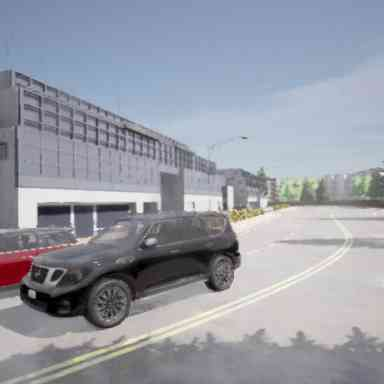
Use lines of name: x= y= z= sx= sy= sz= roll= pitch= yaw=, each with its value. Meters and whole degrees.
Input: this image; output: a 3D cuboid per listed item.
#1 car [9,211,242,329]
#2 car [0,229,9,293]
car: x=-1.039 y=1.554 z=8.150 sx=2.150 sy=2.045 sz=5.566 roll=-3 pitch=-3 yaw=44
car: x=-5.183 y=1.828 z=9.128 sx=4.553 sy=1.767 sz=2.097 roll=0 pitch=-3 yaw=-44
